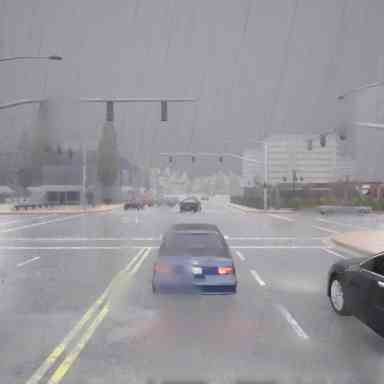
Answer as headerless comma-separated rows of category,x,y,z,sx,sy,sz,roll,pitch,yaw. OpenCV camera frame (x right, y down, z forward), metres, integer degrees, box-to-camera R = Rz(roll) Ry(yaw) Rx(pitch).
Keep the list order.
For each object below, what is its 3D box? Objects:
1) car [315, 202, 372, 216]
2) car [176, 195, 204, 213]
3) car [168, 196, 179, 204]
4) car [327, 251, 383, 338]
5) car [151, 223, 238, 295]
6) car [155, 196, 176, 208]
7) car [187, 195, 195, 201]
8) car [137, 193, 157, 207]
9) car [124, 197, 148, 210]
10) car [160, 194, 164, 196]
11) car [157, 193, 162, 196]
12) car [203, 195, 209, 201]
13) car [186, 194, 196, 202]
car,14.343,1.601,31.778,4.718,1.301,1.895,0,0,1
car,-0.150,1.477,37.174,1.882,1.535,5.008,1,0,8
car,-3.748,1.564,66.670,1.994,1.385,4.181,0,0,0
car,3.547,1.505,4.610,1.837,1.490,4.892,0,0,0
car,0.054,1.547,8.855,2.033,1.411,5.357,0,0,0
car,-3.755,1.601,47.532,1.895,1.301,4.718,0,0,0
car,-0.278,1.478,84.489,1.882,1.535,5.008,0,0,0
car,-7.260,1.221,51.870,2.150,2.045,5.566,0,0,0
car,-7.286,1.601,42.226,1.895,1.301,4.718,0,0,1
car,-3.771,1.491,56.803,2.128,1.511,4.902,0,0,0
car,-7.264,1.352,61.797,2.097,1.767,4.553,0,0,0
car,3.222,1.552,84.534,1.994,1.385,4.181,0,0,0
car,-0.237,1.355,74.226,2.097,1.767,4.553,0,0,0
